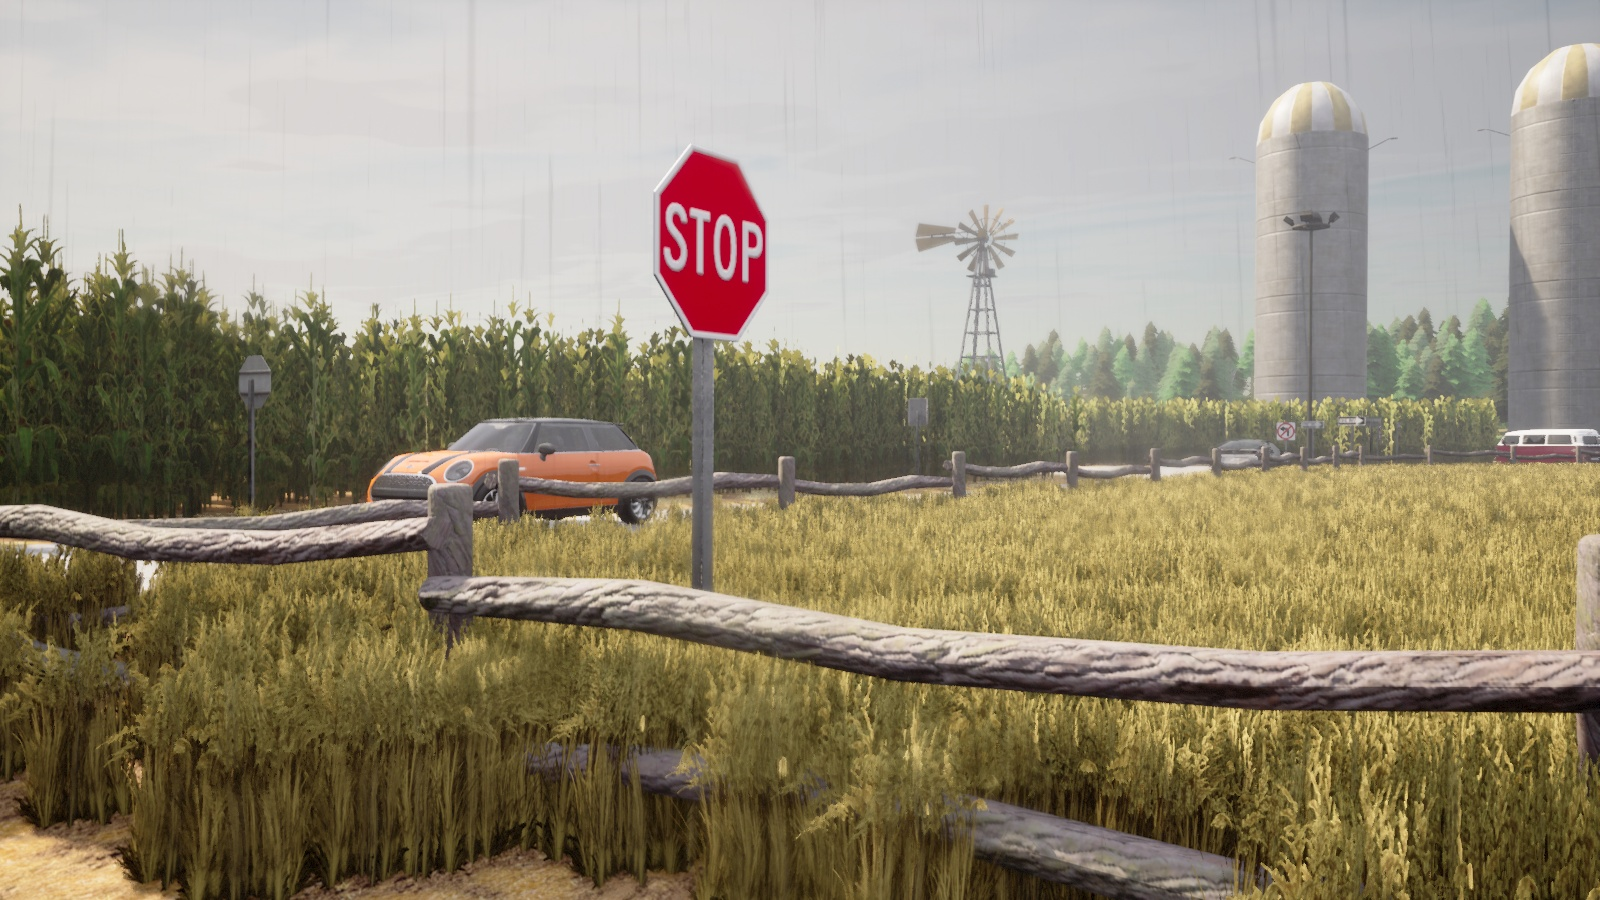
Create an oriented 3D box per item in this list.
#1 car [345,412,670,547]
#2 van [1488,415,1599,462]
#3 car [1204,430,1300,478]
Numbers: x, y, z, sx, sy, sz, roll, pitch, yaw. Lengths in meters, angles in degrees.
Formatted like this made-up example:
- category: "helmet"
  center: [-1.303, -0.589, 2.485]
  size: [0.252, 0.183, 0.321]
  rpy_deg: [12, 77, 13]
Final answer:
- category: "car"
  center: [-4.234, 0.371, 18.912]
  size: [2.097, 1.767, 4.553]
  rpy_deg: [0, 0, 34]
- category: "van"
  center: [33.748, -0.527, 56.628]
  size: [2.069, 2.038, 4.480]
  rpy_deg: [-1, 1, -21]
- category: "car"
  center: [15.368, 0.100, 42.584]
  size: [2.007, 1.525, 4.514]
  rpy_deg: [0, 1, 34]
